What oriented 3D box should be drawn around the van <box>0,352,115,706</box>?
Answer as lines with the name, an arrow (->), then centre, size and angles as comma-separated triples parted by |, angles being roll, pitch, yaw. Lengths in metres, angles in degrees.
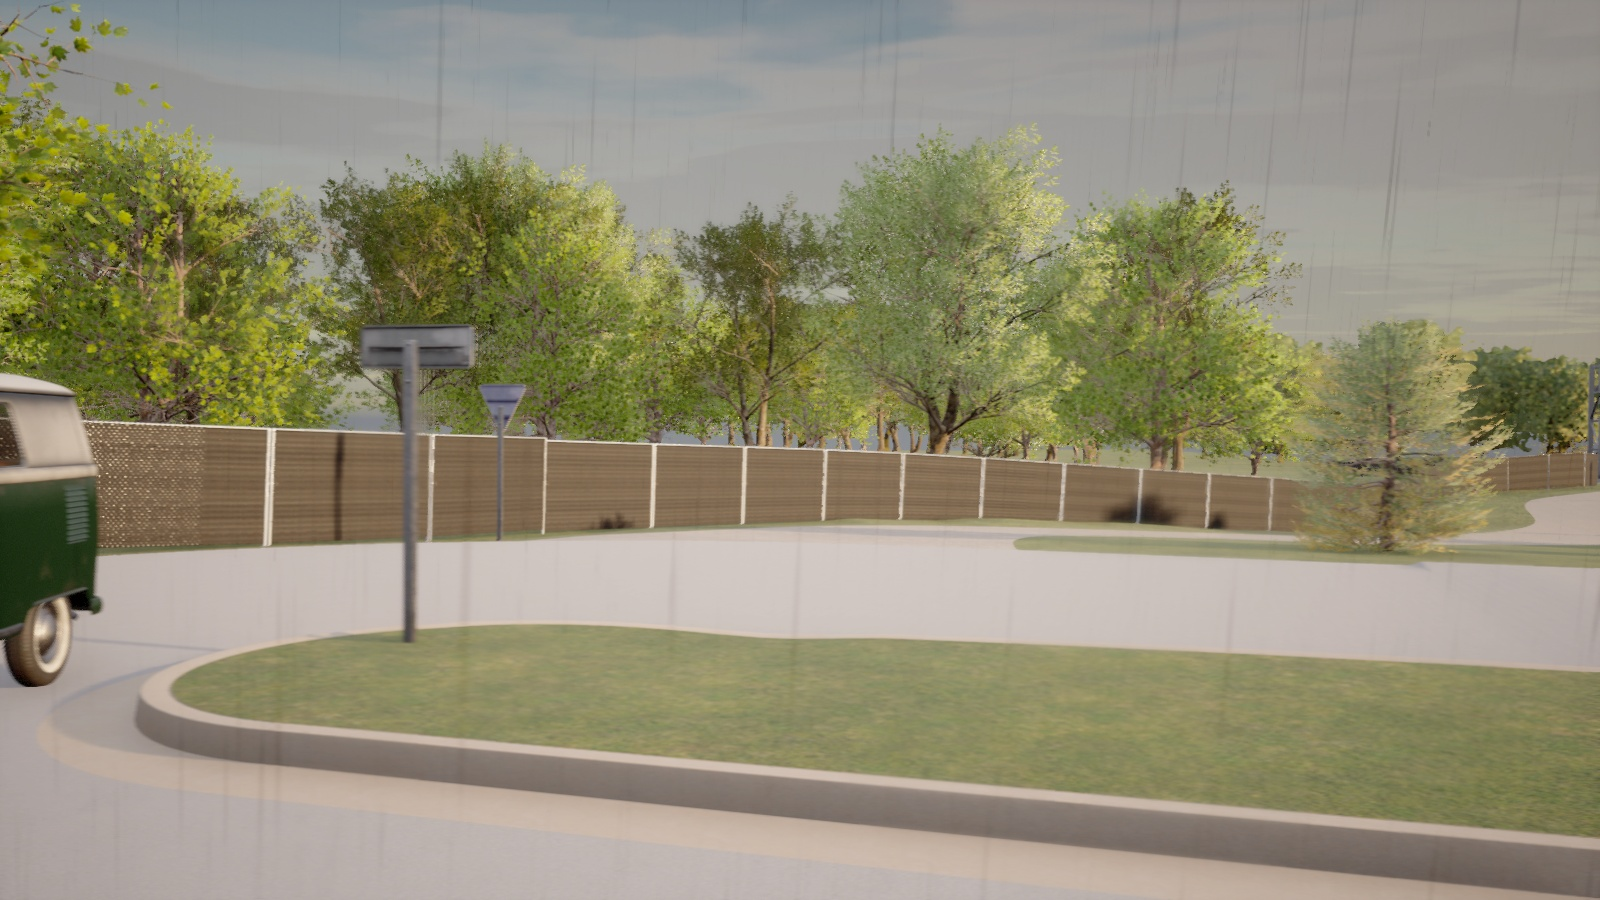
van -> -5.287, 0.452, 6.451 | 1.775, 1.987, 4.442 | 0, 1, -10

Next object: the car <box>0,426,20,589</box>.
car -> -9.332, 0.551, 10.121 | 1.882, 1.535, 5.008 | 1, 1, 23
